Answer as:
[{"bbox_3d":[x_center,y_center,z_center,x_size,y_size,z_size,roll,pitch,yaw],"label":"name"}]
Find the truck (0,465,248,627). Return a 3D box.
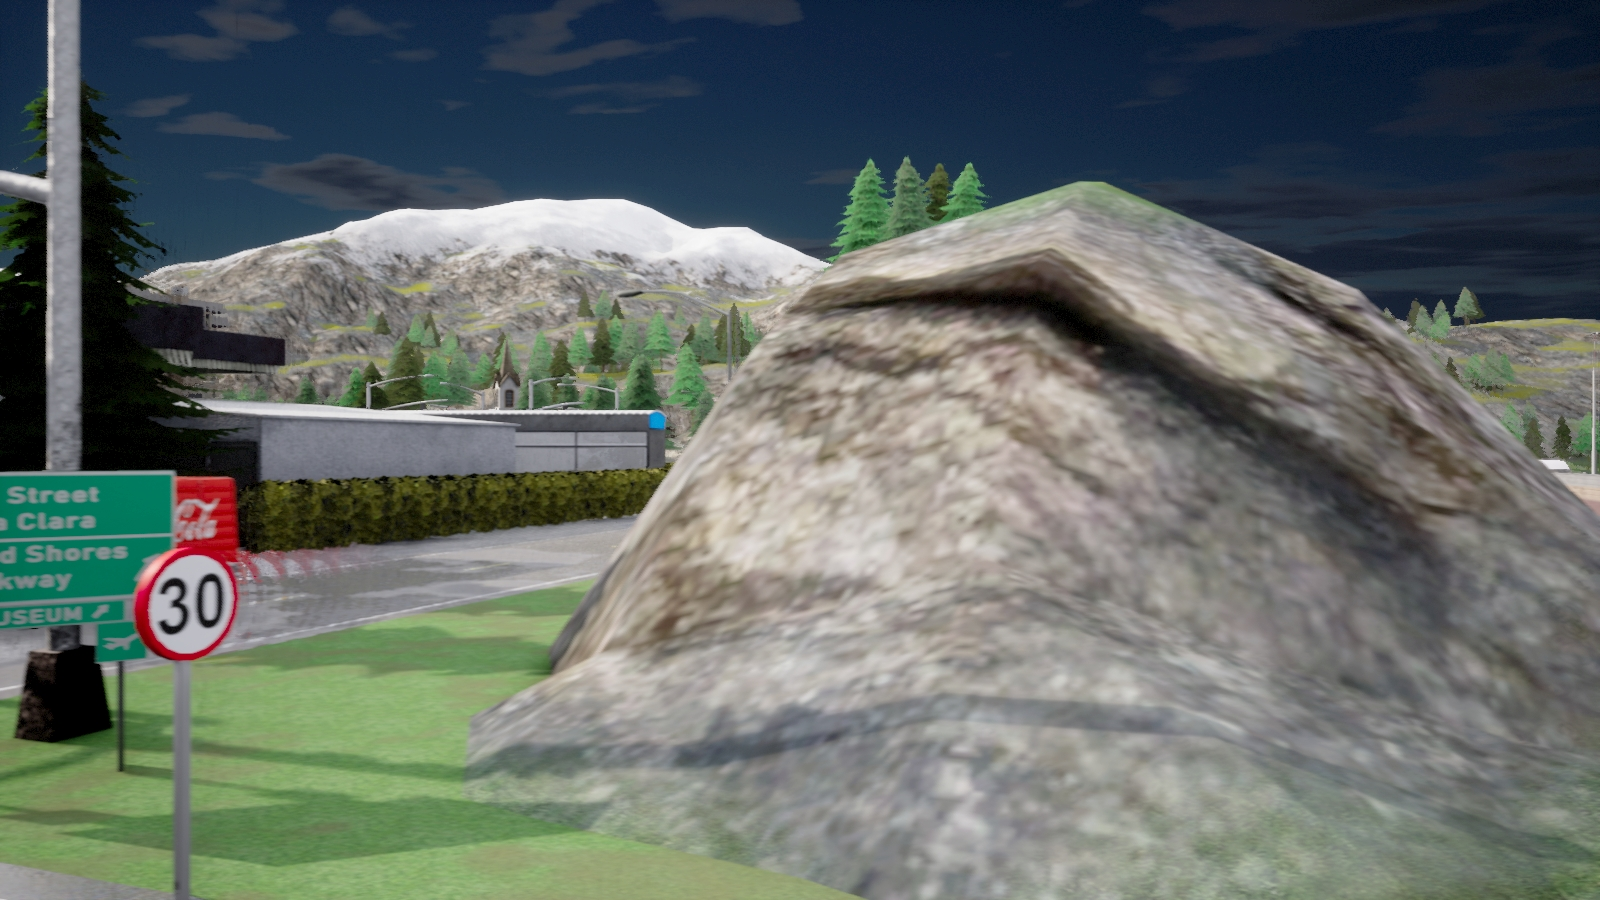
[{"bbox_3d":[-13.123,1.556,20.719,2.627,2.467,5.204,0,0,20],"label":"truck"}]

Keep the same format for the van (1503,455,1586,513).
[{"bbox_3d":[35.177,1.534,54.150,1.988,2.561,5.915,0,0,20],"label":"van"}]
